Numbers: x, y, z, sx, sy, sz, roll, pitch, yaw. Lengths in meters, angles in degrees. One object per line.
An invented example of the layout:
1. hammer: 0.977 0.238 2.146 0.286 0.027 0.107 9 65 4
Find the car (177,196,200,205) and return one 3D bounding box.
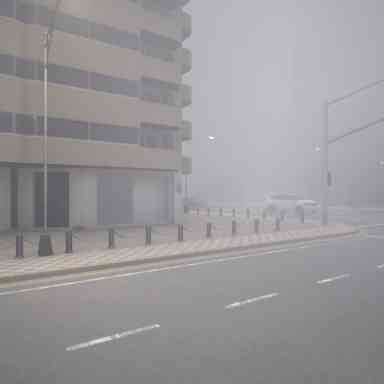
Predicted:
1. car: -0.734 1.449 60.600 1.837 1.490 4.892 0 0 -34

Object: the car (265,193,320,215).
1. car: 9.826 1.167 33.041 2.150 2.045 5.566 0 0 -36

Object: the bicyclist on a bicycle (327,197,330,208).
1. bicyclist on a bicycle: 17.369 1.245 43.071 1.656 1.620 0.582 0 0 -35

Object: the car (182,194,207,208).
1. car: 0.191 1.437 46.774 2.128 1.511 4.902 0 0 -35
